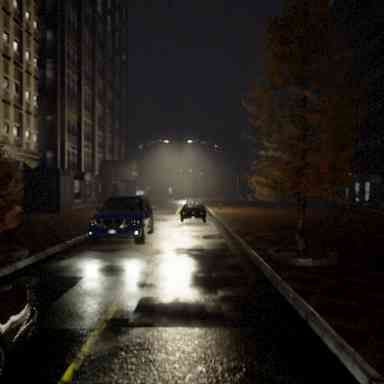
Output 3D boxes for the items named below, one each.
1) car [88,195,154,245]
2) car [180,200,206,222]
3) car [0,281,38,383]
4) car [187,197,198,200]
[{"bbox_3d":[-3.078,1.170,15.621,2.150,2.045,5.566,0,0,0],"label":"car"},{"bbox_3d":[0.084,1.516,25.653,1.895,1.301,4.718,0,0,0],"label":"car"},{"bbox_3d":[-3.028,1.540,2.193,2.033,1.411,5.357,0,0,0],"label":"car"},{"bbox_3d":[0.074,1.396,45.019,2.033,1.411,5.357,0,0,0],"label":"car"}]
